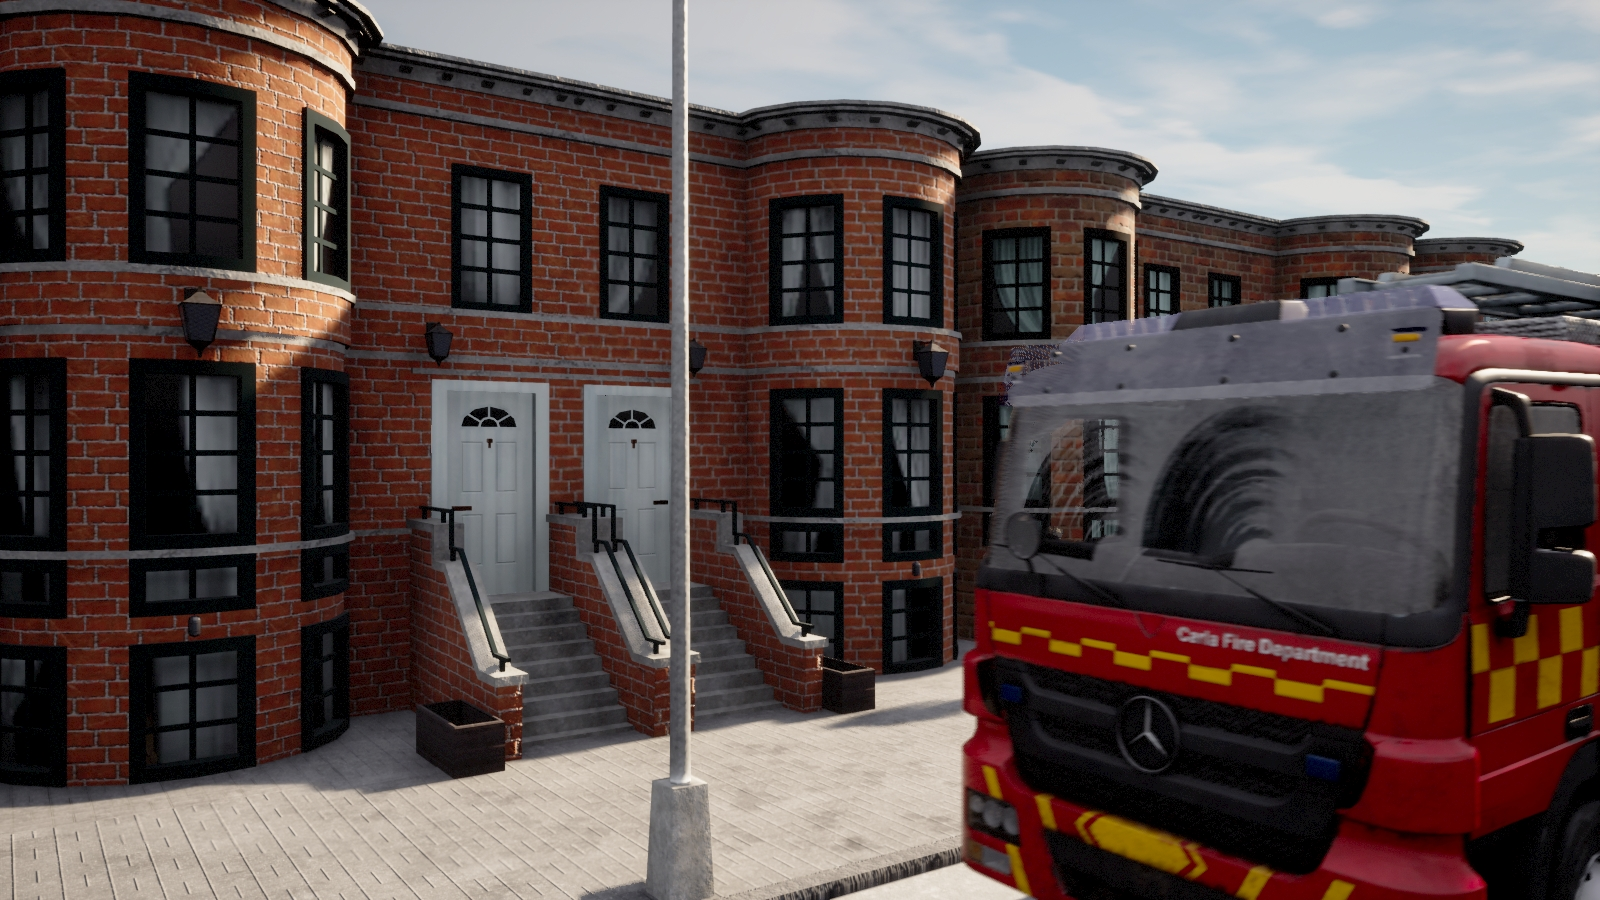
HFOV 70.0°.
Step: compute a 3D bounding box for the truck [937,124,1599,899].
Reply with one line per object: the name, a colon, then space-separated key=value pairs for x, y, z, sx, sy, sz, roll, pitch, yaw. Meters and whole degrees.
truck: x=5.104 y=0.667 z=7.976 sx=8.468 sy=3.827 sz=2.891 roll=0 pitch=0 yaw=-35
